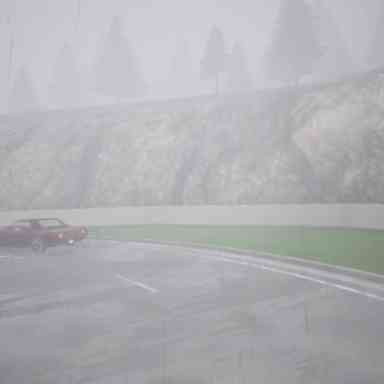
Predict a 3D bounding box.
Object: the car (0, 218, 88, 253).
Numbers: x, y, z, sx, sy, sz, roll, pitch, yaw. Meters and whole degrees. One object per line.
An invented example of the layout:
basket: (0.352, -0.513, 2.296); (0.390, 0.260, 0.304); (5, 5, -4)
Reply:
car: (-7.010, 1.805, 14.518); (4.718, 1.301, 1.895); (-2, 0, 23)
